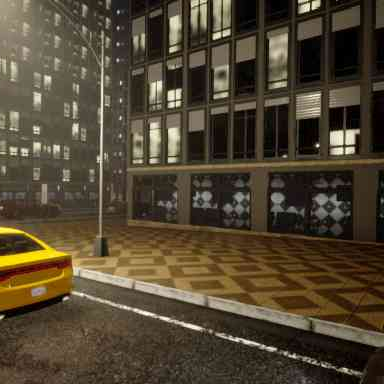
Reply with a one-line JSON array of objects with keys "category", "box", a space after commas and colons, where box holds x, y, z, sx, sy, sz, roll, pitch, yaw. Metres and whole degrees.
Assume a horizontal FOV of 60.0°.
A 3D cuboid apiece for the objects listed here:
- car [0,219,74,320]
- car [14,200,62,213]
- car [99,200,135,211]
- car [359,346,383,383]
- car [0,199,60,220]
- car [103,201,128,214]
[{"category": "car", "box": [-4.540, 1.474, 6.890, 5.008, 1.535, 1.882, 0, 0, 35]}, {"category": "car", "box": [-17.913, 1.643, 38.964, 1.752, 1.417, 4.829, 1, 0, 36]}, {"category": "car", "box": [-10.093, 1.845, 45.228, 1.895, 1.301, 4.718, 1, 0, 36]}, {"category": "car", "box": [3.479, 1.548, 1.217, 5.357, 1.411, 2.033, 0, 0, 35]}, {"category": "car", "box": [-14.387, 1.519, 29.600, 2.192, 1.841, 5.009, 1, 0, 36]}, {"category": "car", "box": [-7.617, 1.830, 38.831, 1.752, 1.417, 4.829, 1, 0, 36]}]
